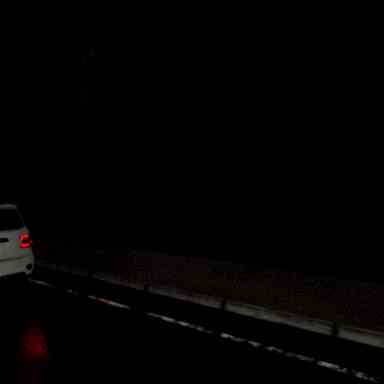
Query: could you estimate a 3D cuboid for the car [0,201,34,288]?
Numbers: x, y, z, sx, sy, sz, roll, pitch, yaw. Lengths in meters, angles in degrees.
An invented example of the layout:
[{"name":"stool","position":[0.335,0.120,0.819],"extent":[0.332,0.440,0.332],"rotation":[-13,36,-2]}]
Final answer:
[{"name":"car","position":[-6.060,1.203,7.986],"extent":[5.566,2.045,2.150],"rotation":[0,0,35]}]
